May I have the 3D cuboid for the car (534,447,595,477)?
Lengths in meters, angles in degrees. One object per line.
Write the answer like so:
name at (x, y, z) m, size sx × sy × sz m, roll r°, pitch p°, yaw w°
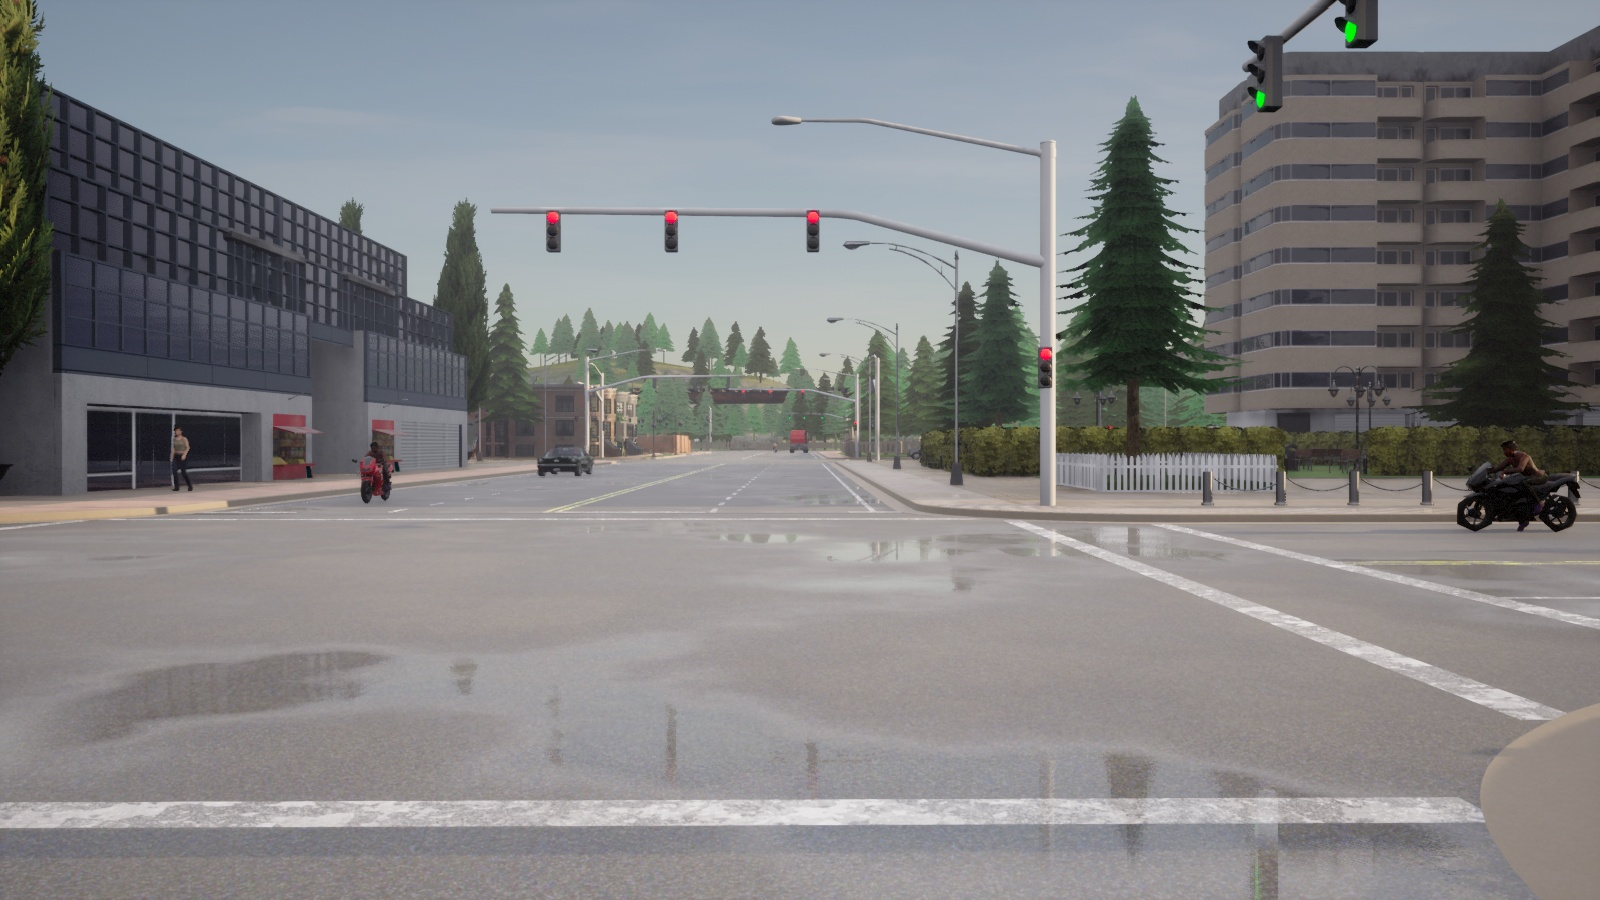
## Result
car at (-10.668, 0.516, 57.186) m, size 1.895 × 1.301 × 4.718 m, roll 0°, pitch 0°, yaw 0°

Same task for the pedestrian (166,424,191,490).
pedestrian at (-17.244, 0.194, 34.874) m, size 0.345 × 1.836 × 0.594 m, roll 0°, pitch 0°, yaw 8°

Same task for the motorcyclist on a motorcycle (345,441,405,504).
motorcyclist on a motorcycle at (-10.665, 0.542, 31.586) m, size 0.797 × 1.523 × 2.044 m, roll 0°, pitch 0°, yaw 0°

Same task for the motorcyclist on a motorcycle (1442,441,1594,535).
motorcyclist on a motorcycle at (11.870, 0.621, 20.800) m, size 2.044 × 1.523 × 0.797 m, roll 0°, pitch 0°, yaw 0°
